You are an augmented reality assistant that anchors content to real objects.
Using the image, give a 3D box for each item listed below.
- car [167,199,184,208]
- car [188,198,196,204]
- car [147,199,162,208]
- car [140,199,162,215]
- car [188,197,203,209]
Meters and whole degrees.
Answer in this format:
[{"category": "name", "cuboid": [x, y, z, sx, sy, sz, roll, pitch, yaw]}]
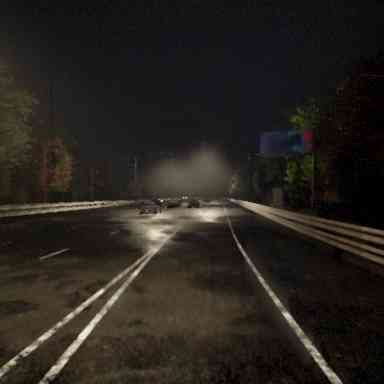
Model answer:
[{"category": "car", "cuboid": [-3.093, 2.112, 58.355, 2.033, 1.411, 5.357, 0, -1, 5]}, {"category": "car", "cuboid": [-0.082, 2.482, 93.988, 1.882, 1.535, 5.008, 0, -1, 5]}, {"category": "car", "cuboid": [-6.573, 2.048, 58.730, 1.837, 1.490, 4.892, 0, -1, 5]}, {"category": "car", "cuboid": [-4.760, 1.879, 38.657, 1.812, 1.442, 4.674, 0, -1, 5]}, {"category": "car", "cuboid": [0.387, 2.095, 58.018, 1.837, 1.490, 4.892, 0, -1, 5]}]
